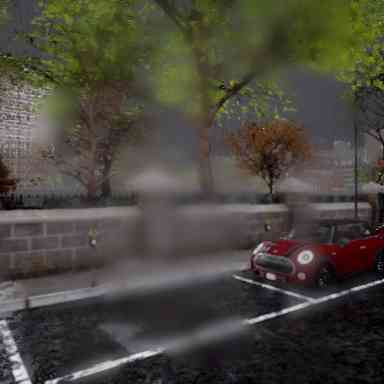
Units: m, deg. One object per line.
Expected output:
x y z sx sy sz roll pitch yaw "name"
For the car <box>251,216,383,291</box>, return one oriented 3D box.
3.502 1.493 9.059 4.097 1.590 1.967 0 0 -35 "car"
